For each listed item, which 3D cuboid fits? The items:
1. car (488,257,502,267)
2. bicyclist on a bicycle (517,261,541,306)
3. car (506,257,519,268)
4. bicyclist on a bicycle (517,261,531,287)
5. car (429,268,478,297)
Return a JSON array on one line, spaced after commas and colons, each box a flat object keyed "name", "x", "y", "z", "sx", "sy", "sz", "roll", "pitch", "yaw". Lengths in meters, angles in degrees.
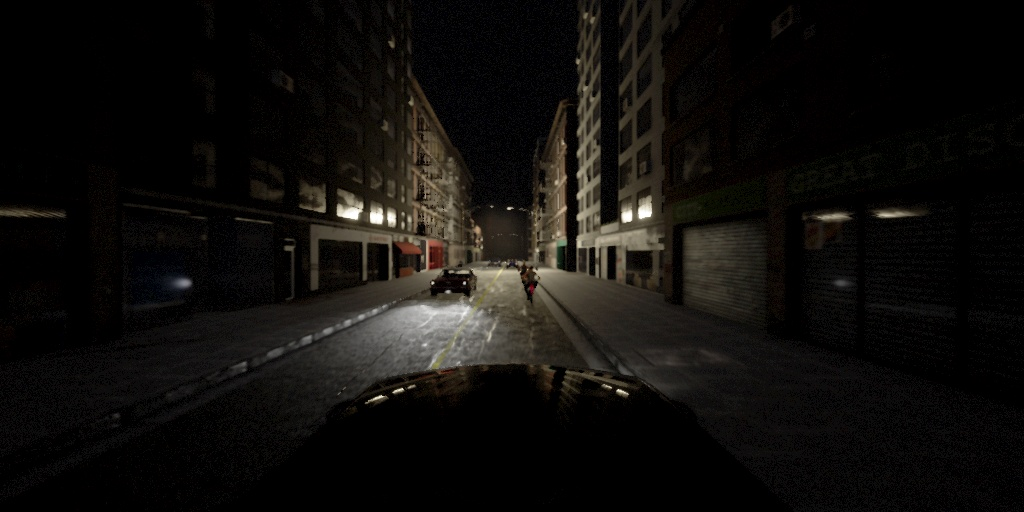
[{"name": "car", "x": -2.822, "y": 0.939, "z": 58.780, "sx": 2.097, "sy": 1.767, "sz": 4.553, "roll": 0, "pitch": 0, "yaw": 0}, {"name": "bicyclist on a bicycle", "x": 0.772, "y": 1.143, "z": 14.516, "sx": 0.866, "sy": 1.612, "sz": 1.509, "roll": 0, "pitch": 0, "yaw": 0}, {"name": "car", "x": 0.051, "y": 1.196, "z": 55.027, "sx": 1.895, "sy": 1.301, "sz": 4.718, "roll": 0, "pitch": 0, "yaw": 0}, {"name": "bicyclist on a bicycle", "x": 0.756, "y": 1.117, "z": 22.766, "sx": 0.866, "sy": 1.612, "sz": 1.509, "roll": 0, "pitch": 0, "yaw": 0}, {"name": "car", "x": -2.855, "y": 1.295, "z": 18.308, "sx": 1.895, "sy": 1.301, "sz": 4.718, "roll": 0, "pitch": 0, "yaw": 0}]
